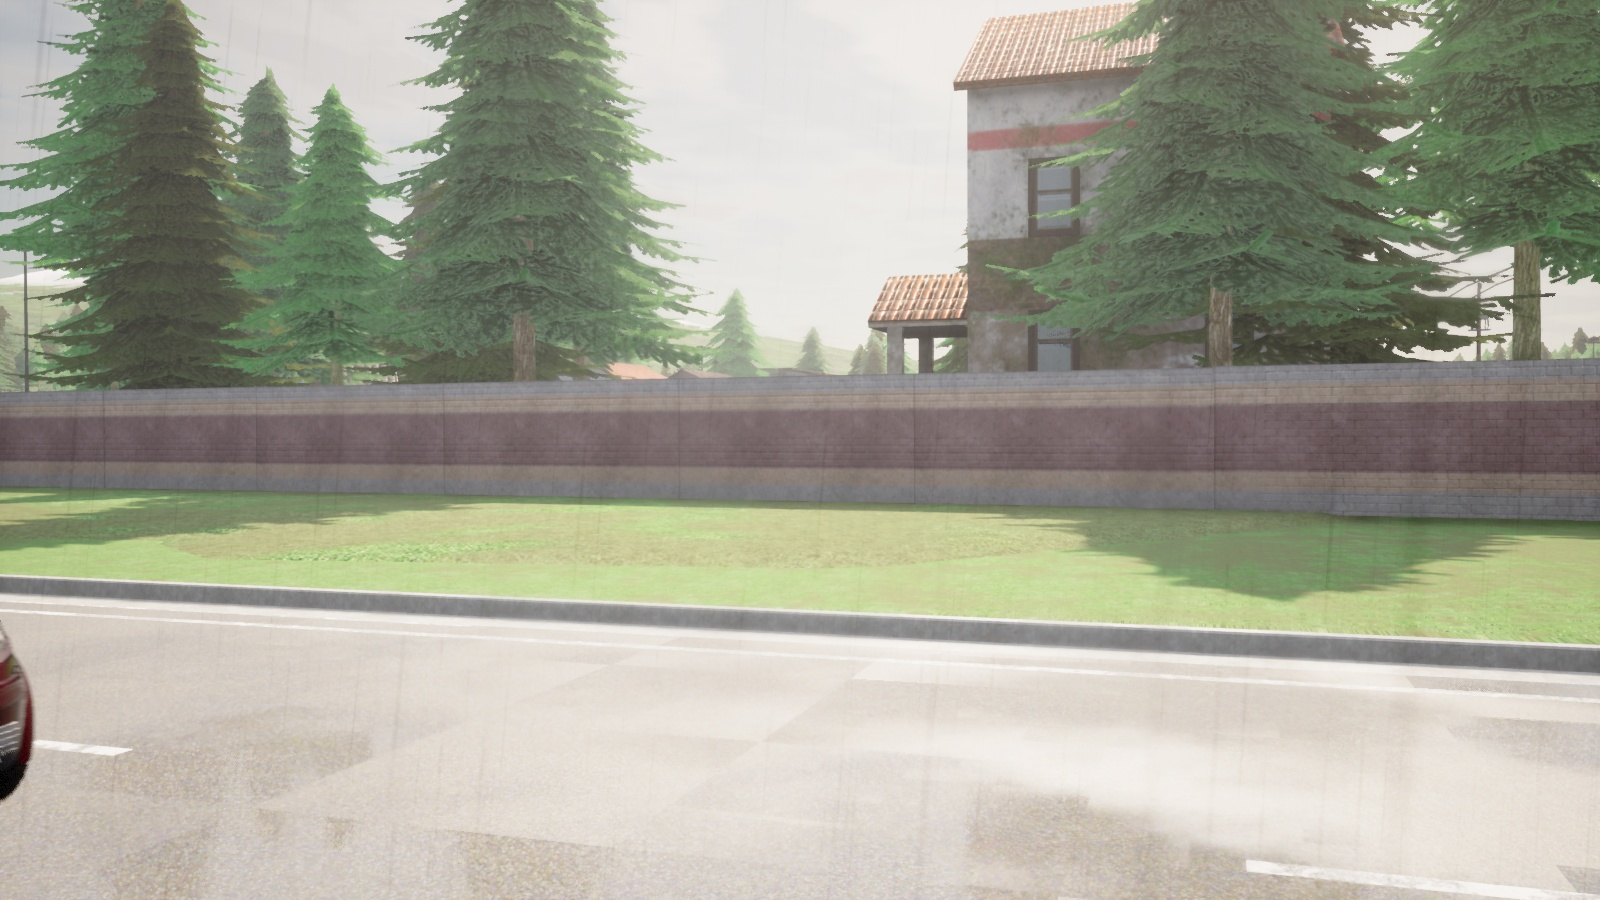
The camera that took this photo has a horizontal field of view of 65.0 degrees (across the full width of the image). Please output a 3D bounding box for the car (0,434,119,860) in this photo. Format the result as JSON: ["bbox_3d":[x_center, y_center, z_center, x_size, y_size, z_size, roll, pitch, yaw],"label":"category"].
[{"bbox_3d":[-4.790,0.710,4.802,3.705,1.549,1.789,0,1,19],"label":"car"}]
